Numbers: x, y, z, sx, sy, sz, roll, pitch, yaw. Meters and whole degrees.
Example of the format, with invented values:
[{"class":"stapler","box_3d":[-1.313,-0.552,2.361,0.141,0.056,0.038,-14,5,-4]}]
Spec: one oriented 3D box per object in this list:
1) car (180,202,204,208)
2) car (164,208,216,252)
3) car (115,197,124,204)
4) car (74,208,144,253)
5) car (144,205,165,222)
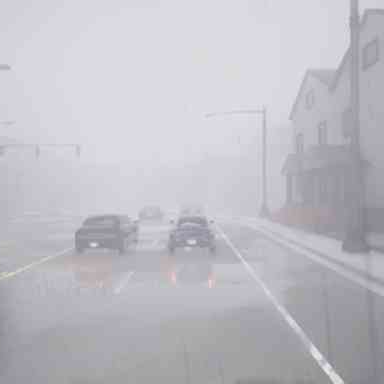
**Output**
[{"class":"car","box_3d":[0.010,1.630,29.072,2.097,1.767,4.553,0,-1,0]},{"class":"car","box_3d":[0.008,1.661,14.378,1.812,1.442,4.674,0,0,0]},{"class":"car","box_3d":[-18.844,2.179,87.991,2.097,1.767,4.553,0,-1,-1]},{"class":"car","box_3d":[-3.492,1.642,14.290,1.837,1.490,4.892,0,0,0]},{"class":"car","box_3d":[-3.491,1.851,29.255,1.994,1.385,4.181,0,-1,0]}]
